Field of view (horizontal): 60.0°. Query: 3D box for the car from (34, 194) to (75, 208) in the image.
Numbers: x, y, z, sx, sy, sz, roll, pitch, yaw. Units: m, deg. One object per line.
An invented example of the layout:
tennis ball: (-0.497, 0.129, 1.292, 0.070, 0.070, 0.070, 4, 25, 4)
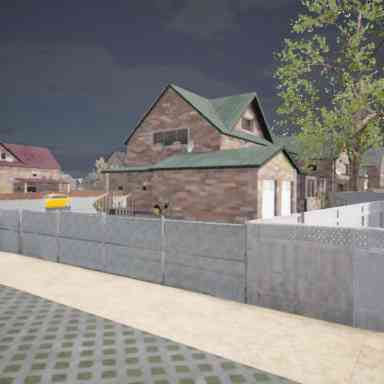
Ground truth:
car: (-14.335, 0.962, 33.956, 1.882, 1.535, 5.008, 1, 2, 35)
